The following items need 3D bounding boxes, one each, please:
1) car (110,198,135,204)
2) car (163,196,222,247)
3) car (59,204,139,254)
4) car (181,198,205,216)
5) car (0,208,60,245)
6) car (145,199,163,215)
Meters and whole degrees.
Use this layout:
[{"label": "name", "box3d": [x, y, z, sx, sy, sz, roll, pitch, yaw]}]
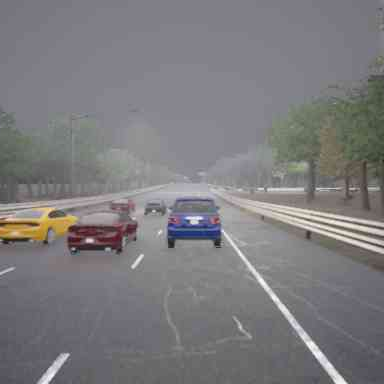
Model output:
[{"label": "car", "box3d": [-6.908, 1.352, 33.492, 1.882, 1.535, 5.008, 0, 1, 0]}, {"label": "car", "box3d": [0.108, 1.200, 14.970, 2.150, 2.045, 5.566, 0, 0, 0]}, {"label": "car", "box3d": [-3.402, 1.460, 13.530, 1.882, 1.535, 5.008, 0, 0, 0]}, {"label": "car", "box3d": [0.094, 1.386, 31.952, 2.128, 1.511, 4.902, 0, 1, 0]}, {"label": "car", "box3d": [-6.902, 1.455, 15.471, 1.882, 1.535, 5.008, 0, 0, 0]}, {"label": "car", "box3d": [-3.405, 1.399, 32.053, 1.837, 1.490, 4.892, 0, 1, 0]}]
